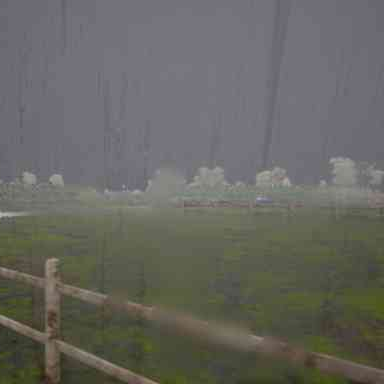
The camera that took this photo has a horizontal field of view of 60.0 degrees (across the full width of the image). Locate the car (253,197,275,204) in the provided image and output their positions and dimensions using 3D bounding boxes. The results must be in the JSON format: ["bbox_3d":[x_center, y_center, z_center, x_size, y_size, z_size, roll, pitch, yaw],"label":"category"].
[{"bbox_3d":[12.445,1.568,57.988,4.674,1.442,1.812,0,0,-36],"label":"car"}]

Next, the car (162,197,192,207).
[{"bbox_3d":[-2.225,1.492,50.072,4.902,1.511,2.128,0,0,-39],"label":"car"}]

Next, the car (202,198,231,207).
[{"bbox_3d":[3.872,1.628,51.345,4.718,1.301,1.895,0,0,-38],"label":"car"}]
